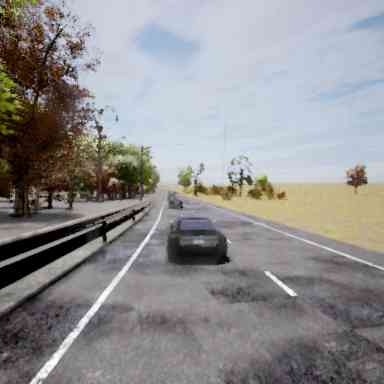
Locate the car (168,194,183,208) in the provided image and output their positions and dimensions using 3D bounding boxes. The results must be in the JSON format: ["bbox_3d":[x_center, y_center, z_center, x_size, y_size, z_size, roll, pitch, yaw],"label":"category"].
[{"bbox_3d":[-2.247,1.385,45.894,2.128,1.511,4.902,0,0,-4],"label":"car"}]

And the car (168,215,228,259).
[{"bbox_3d":[0.083,1.543,12.499,1.994,1.385,4.181,0,0,-4],"label":"car"}]

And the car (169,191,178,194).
[{"bbox_3d":[-4.541,1.153,78.791,2.097,1.767,4.553,0,0,-4],"label":"car"}]
